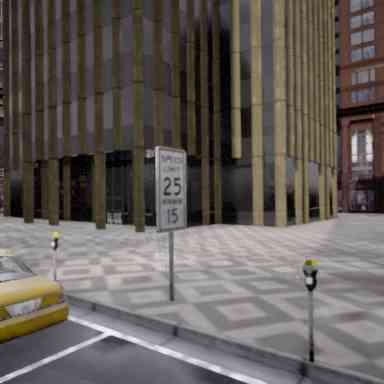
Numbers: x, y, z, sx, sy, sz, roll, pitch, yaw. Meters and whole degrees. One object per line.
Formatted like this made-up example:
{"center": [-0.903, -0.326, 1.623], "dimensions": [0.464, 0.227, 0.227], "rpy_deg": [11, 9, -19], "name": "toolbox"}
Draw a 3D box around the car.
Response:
{"center": [-4.202, 1.593, 5.973], "dimensions": [4.829, 1.417, 1.752], "rpy_deg": [-1, -1, 36], "name": "car"}
